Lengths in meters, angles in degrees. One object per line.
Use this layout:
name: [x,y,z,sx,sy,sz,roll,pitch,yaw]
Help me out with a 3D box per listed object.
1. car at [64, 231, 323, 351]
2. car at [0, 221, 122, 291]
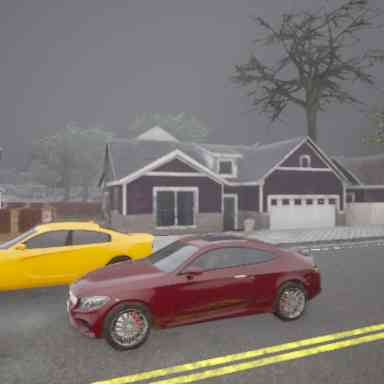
car: [0.215,1.546,6.117,4.674,1.442,1.812,0,0,-22]
car: [-3.341,1.508,8.222,5.008,1.535,1.882,0,0,-22]
